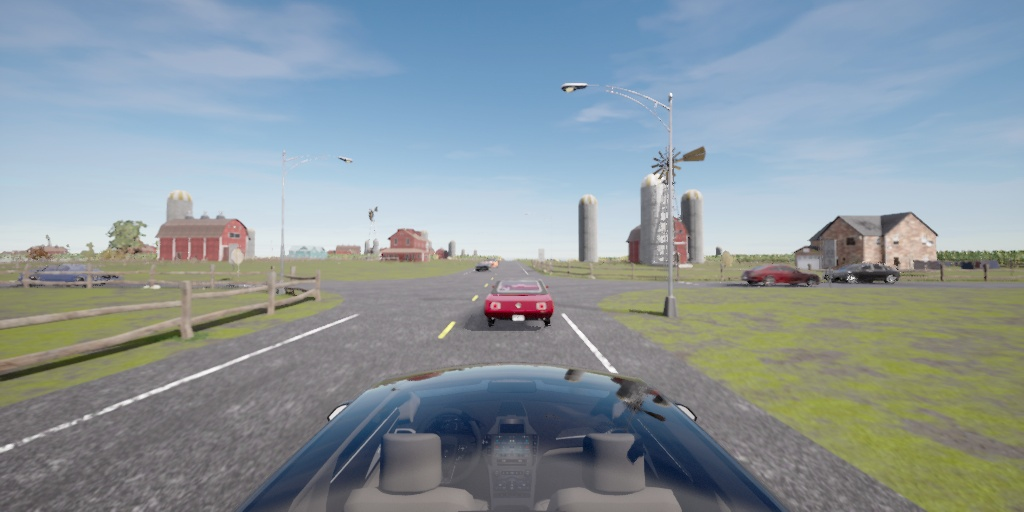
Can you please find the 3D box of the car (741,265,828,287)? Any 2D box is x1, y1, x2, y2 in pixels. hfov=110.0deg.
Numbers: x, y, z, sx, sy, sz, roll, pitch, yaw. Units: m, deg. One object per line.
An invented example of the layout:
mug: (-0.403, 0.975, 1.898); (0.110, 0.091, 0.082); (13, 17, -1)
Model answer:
car: (18.009, 1.301, 24.169); (4.674, 1.442, 1.812); (0, -1, 0)

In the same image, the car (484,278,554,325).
car: (0.268, 1.350, 11.705); (1.895, 1.301, 4.718); (0, 0, 2)

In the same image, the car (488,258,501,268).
car: (-3.557, 1.154, 62.473); (2.097, 1.767, 4.553); (0, 0, 0)

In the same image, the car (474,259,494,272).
car: (-3.600, 1.373, 45.094); (1.895, 1.301, 4.718); (0, 0, 0)

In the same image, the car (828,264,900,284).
car: (26.300, 1.338, 27.111); (4.892, 1.490, 1.837); (0, -1, 0)

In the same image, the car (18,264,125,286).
car: (-29.333, 1.236, 23.932); (5.357, 1.411, 2.033); (0, -1, 0)
